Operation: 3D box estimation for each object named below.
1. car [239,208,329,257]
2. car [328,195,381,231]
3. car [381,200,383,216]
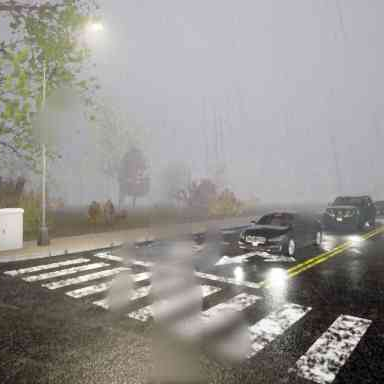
[{"bbox_3d":[3.651,1.518,13.188,1.837,1.490,4.892,0,0,39],"label":"car"},{"bbox_3d":[10.326,1.246,21.555,2.150,2.045,5.566,0,0,39],"label":"car"},{"bbox_3d":[17.627,1.515,30.685,1.882,1.535,5.008,0,0,39],"label":"car"}]
